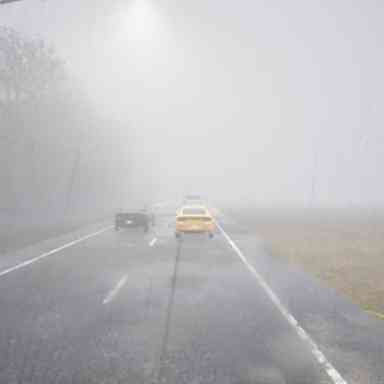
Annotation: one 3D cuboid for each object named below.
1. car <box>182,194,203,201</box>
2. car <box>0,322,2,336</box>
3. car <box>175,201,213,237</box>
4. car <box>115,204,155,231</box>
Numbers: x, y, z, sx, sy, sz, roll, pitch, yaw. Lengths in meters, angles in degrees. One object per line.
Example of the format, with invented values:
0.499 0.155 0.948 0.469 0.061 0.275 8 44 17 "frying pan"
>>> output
0.098 1.233 37.410 2.150 2.045 5.566 0 0 0 "car"
-3.397 1.527 2.400 1.812 1.442 4.674 0 0 0 "car"
0.112 1.483 18.160 1.882 1.535 5.008 0 0 0 "car"
-3.400 1.484 20.544 1.882 1.535 5.008 0 0 0 "car"
